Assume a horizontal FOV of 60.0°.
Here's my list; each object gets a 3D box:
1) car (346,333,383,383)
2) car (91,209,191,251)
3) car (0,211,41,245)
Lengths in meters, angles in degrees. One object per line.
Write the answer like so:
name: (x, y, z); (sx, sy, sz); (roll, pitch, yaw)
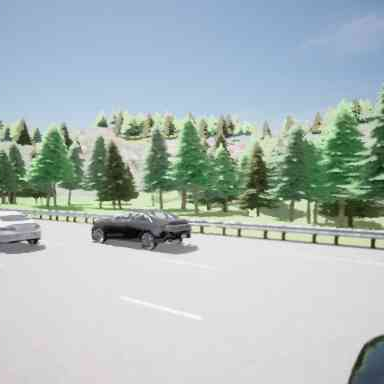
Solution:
car: (3.047, 1.564, 1.818); (4.181, 1.385, 1.994); (0, 0, 36)
car: (-2.300, 1.492, 14.229); (4.902, 1.511, 2.128); (0, 0, 35)
car: (-8.261, 1.526, 14.180); (4.674, 1.442, 1.812); (0, 0, 35)
